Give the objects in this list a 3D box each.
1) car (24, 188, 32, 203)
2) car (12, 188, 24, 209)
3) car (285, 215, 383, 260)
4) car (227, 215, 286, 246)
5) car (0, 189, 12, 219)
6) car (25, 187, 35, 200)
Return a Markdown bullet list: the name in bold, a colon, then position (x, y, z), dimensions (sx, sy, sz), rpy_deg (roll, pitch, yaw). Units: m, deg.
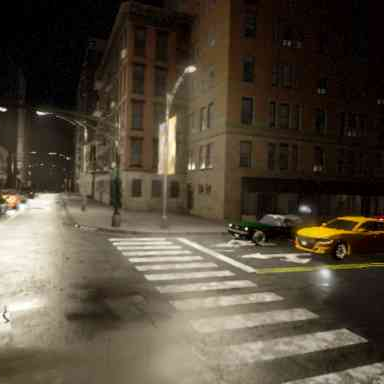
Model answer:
- **car**: position (-20.100, 0.593, 38.462), dimensions (1.895, 1.301, 4.718), rpy_deg (2, 1, -22)
- **car**: position (-16.488, 0.542, 29.423), dimensions (2.097, 1.767, 4.553), rpy_deg (2, 1, -22)
- **car**: position (6.564, 1.764, 13.488), dimensions (5.008, 1.535, 1.882), rpy_deg (3, 0, -22)
- **car**: position (4.089, 1.766, 15.996), dimensions (4.718, 1.301, 1.895), rpy_deg (3, 0, -22)
- **car**: position (-13.150, 0.723, 21.226), dimensions (2.097, 1.767, 4.553), rpy_deg (2, 1, -23)
- **car**: position (-23.854, 0.141, 47.938), dimensions (2.097, 1.767, 4.553), rpy_deg (2, 1, -21)
